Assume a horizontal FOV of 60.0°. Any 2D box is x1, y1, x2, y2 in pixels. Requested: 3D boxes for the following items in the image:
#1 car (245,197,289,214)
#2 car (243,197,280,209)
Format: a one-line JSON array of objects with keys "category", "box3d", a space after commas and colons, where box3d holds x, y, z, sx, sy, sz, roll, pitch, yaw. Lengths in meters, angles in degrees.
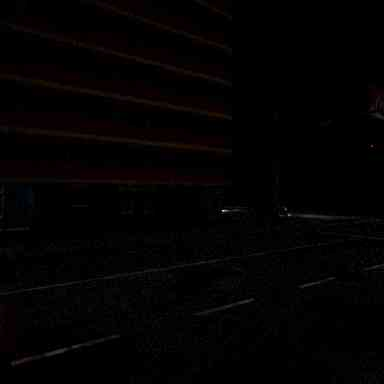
[{"category": "car", "box3d": [8.037, 1.491, 35.549, 2.128, 1.511, 4.902, 0, 0, -36]}, {"category": "car", "box3d": [9.480, 1.491, 45.811, 2.128, 1.511, 4.902, 0, 0, -36]}]
